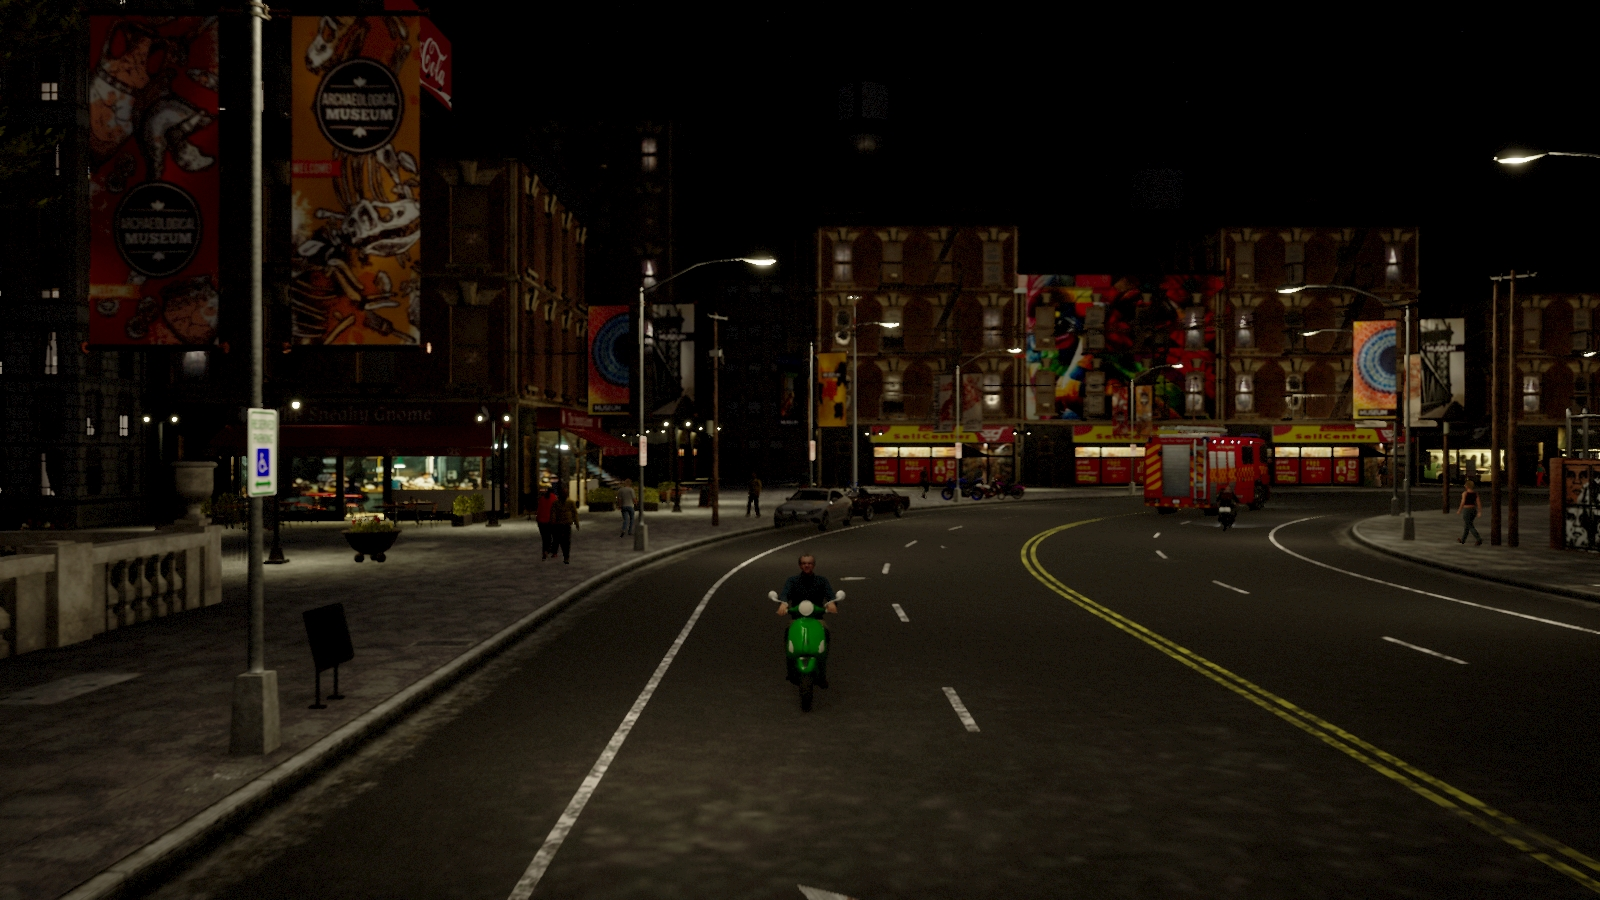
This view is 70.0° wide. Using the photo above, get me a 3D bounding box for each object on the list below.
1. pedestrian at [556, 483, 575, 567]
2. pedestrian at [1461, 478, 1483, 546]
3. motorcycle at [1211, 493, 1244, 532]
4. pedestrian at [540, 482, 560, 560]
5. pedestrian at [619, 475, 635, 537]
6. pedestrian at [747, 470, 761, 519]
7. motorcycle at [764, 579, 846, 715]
[{"bbox_3d":[-5.315,1.696,25.938,0.375,1.860,0.375,0,0,-4],"label":"pedestrian"},{"bbox_3d":[18.519,1.697,31.481,0.375,1.860,0.375,0,0,-3],"label":"pedestrian"},{"bbox_3d":[15.196,2.205,40.589,0.867,1.251,2.209,1,0,26],"label":"motorcycle"},{"bbox_3d":[-5.993,1.696,27.425,0.375,1.860,0.375,0,0,7],"label":"pedestrian"},{"bbox_3d":[-5.269,1.696,34.814,0.375,1.860,0.375,0,0,13],"label":"pedestrian"},{"bbox_3d":[-1.765,1.696,43.559,0.375,1.860,0.375,0,0,31],"label":"pedestrian"},{"bbox_3d":[0.070,2.182,12.967,0.856,1.236,1.805,0,0,1],"label":"motorcycle"}]
